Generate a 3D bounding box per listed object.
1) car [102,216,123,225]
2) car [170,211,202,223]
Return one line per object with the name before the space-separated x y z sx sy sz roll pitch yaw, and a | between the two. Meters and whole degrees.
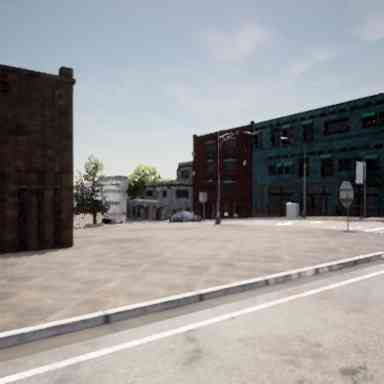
car | -12.681 4.543 52.936 2.128 1.511 4.902 0 -5 -37
car | -0.719 2.796 36.563 1.994 1.385 4.181 0 -5 -36
